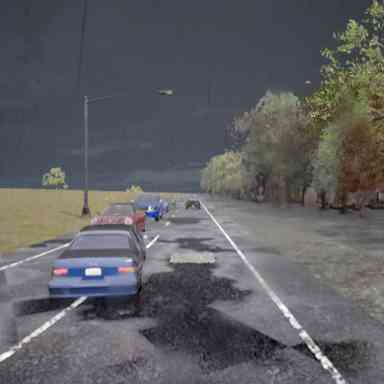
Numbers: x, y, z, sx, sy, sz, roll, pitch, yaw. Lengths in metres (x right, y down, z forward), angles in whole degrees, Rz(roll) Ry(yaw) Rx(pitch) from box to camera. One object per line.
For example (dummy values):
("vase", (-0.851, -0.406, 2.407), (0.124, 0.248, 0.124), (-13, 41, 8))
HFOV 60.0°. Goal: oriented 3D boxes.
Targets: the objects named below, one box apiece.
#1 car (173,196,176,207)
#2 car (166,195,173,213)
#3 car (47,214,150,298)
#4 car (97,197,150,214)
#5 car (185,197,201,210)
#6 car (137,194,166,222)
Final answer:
("car", (-3.525, 1.330, 50.317), (2.097, 1.767, 4.553), (0, 0, 0))
("car", (-3.548, 1.338, 36.940), (2.097, 1.767, 4.553), (0, 0, 0))
("car", (-2.186, 1.546, 8.745), (2.033, 1.411, 5.357), (0, 0, -7))
("car", (-3.649, 1.348, 16.996), (2.097, 1.767, 4.553), (0, 0, 1))
("car", (0.136, 1.486, 43.675), (1.837, 1.490, 4.892), (0, 0, -1))
("car", (-3.570, 1.213, 26.832), (2.150, 2.045, 5.566), (0, 0, -1))
